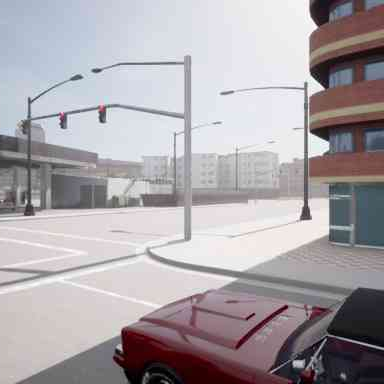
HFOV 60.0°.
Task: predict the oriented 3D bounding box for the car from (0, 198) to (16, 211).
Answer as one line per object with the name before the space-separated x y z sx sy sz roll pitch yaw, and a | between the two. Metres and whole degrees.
car | -22.368 1.456 38.855 3.806 1.475 1.970 0 0 36

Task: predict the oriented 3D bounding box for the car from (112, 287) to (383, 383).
car | 1.498 1.601 2.905 4.718 1.301 1.895 0 0 36
